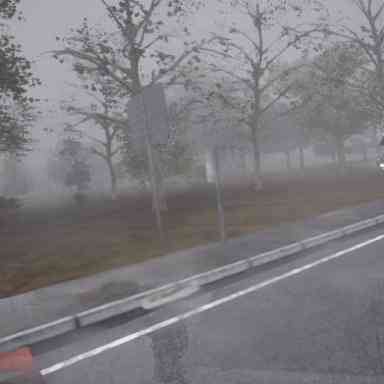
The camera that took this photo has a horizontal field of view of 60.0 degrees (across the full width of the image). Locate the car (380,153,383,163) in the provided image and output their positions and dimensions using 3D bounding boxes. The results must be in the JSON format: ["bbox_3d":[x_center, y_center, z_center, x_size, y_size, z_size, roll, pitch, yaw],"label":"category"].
[{"bbox_3d":[30.636,-5.368,52.127,2.128,1.511,4.902,-4,5,33],"label":"car"}]
